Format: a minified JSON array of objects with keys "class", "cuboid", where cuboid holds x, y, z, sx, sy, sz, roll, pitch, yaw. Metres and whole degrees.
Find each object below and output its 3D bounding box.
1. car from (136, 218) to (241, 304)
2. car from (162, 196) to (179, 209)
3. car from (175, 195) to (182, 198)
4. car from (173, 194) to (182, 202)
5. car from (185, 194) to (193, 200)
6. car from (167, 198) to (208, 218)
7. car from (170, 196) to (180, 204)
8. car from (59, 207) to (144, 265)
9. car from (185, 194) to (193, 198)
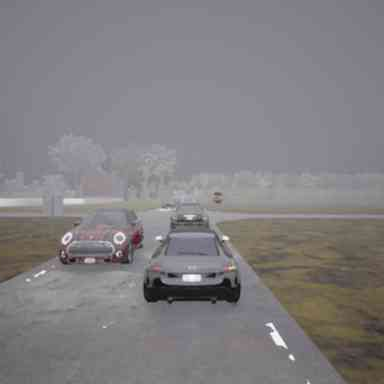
[{"class":"car","cuboid":[0.006,1.588,8.245,1.994,1.385,4.181,0,0,0]},{"class":"car","cuboid":[-3.254,1.673,47.847,1.994,1.385,4.181,0,0,-1]},{"class":"car","cuboid":[-3.333,1.687,57.732,1.994,1.385,4.181,0,0,0]},{"class":"car","cuboid":[-3.481,1.496,80.517,2.097,1.767,4.553,0,0,-1]},{"class":"car","cuboid":[-0.810,1.342,89.425,2.097,1.767,4.553,0,0,-1]},{"class":"car","cuboid":[-0.198,1.405,19.654,2.097,1.767,4.553,0,0,-2]},{"class":"car","cuboid":[-3.381,1.615,68.141,1.882,1.535,5.008,0,0,0]},{"class":"car","cuboid":[-2.971,1.387,11.839,2.097,1.767,4.553,0,0,0]},{"class":"car","cuboid":[-0.721,1.692,79.414,1.994,1.385,4.181,0,0,-1]}]
